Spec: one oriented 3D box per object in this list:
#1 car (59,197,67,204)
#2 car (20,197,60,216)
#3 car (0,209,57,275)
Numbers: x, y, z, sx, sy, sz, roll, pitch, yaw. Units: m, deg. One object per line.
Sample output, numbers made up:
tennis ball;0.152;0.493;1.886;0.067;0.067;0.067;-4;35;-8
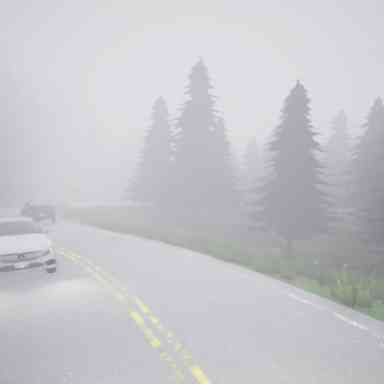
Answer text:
car;-14.965;1.294;36.883;2.033;1.411;5.357;2;0;-4
car;-10.663;1.274;22.933;1.882;1.535;5.008;-1;0;-31
car;-5.350;1.472;9.901;1.812;1.442;4.674;-1;1;-33
